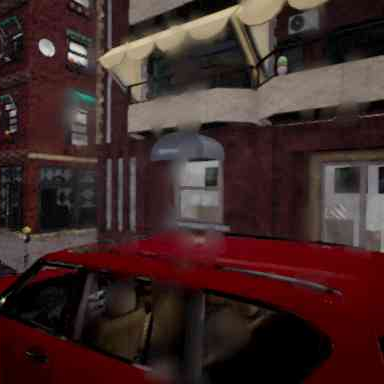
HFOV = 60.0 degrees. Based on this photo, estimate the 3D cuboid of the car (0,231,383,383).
[{"bbox_3d":[-0.442,1.313,3.022,5.009,1.841,2.192,0,1,36],"label":"car"}]
